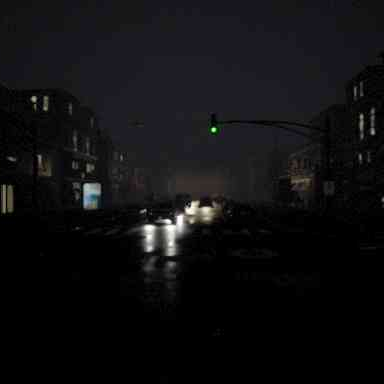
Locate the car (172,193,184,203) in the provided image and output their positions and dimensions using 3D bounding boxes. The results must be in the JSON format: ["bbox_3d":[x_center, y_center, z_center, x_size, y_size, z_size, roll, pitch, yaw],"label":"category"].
[{"bbox_3d":[-2.952,1.229,70.444,2.192,1.841,5.009,0,0,2],"label":"car"}]

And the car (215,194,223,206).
[{"bbox_3d":[4.796,1.439,53.559,2.008,1.369,4.403,0,0,2],"label":"car"}]

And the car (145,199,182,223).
[{"bbox_3d":[-2.081,1.498,25.240,1.812,1.442,4.674,0,0,3],"label":"car"}]

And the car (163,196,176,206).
[{"bbox_3d":[-3.584,1.465,53.719,1.752,1.417,4.829,0,0,2],"label":"car"}]

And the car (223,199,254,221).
[{"bbox_3d":[3.754,1.502,25.969,1.947,1.339,4.313,0,0,2],"label":"car"}]

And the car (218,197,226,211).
[{"bbox_3d":[4.171,1.498,37.004,1.802,1.307,4.206,0,0,2],"label":"car"}]

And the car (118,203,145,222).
[{"bbox_3d":[-4.620,1.568,26.299,1.802,1.307,4.206,0,0,2],"label":"car"}]

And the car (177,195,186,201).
[{"bbox_3d":[-2.542,1.424,81.309,1.752,1.417,4.829,0,0,2],"label":"car"}]

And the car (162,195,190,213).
[{"bbox_3d":[-1.647,1.445,35.583,2.128,1.511,4.902,0,0,3],"label":"car"}]

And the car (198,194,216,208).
[{"bbox_3d":[1.922,1.394,46.211,1.882,1.535,5.008,0,0,2],"label":"car"}]

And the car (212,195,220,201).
[{"bbox_3d":[5.839,1.430,81.148,1.802,1.307,4.206,0,0,2],"label":"car"}]

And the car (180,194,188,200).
[{"bbox_3d":[-2.118,1.325,92.515,1.967,1.590,4.097,0,0,2],"label":"car"}]

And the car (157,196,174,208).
[{"bbox_3d":[-3.786,1.388,48.371,1.967,1.590,4.097,0,0,2],"label":"car"}]

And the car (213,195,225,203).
[{"bbox_3d":[5.213,1.312,64.594,1.967,1.590,4.097,0,0,2],"label":"car"}]

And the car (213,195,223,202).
[{"bbox_3d":[5.422,1.414,70.113,2.008,1.369,4.403,0,0,2],"label":"car"}]

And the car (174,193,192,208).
[{"bbox_3d":[-1.181,1.157,46.228,2.150,2.045,5.566,0,0,2],"label":"car"}]
